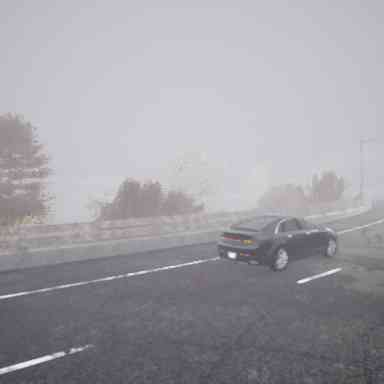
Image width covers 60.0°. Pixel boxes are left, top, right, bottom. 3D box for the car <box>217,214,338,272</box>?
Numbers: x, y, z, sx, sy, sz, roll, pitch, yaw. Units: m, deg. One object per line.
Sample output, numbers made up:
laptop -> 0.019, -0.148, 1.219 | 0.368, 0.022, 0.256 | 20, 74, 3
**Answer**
car -> 2.929, 1.470, 10.772 | 4.892, 1.490, 1.837 | -1, 1, -41
